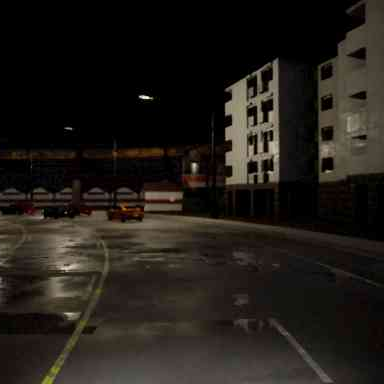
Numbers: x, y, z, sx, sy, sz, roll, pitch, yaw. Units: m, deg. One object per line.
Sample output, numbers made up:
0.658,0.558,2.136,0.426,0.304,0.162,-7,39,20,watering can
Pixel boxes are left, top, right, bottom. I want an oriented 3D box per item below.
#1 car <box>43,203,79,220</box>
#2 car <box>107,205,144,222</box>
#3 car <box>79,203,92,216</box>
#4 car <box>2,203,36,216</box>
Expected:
-13.849,2.058,34.427,1.994,1.385,4.181,0,-1,-43,car
-6.254,1.894,30.782,1.882,1.535,5.008,0,-1,-35,car
-13.742,2.031,39.209,5.008,1.535,1.882,0,-1,42,car
-21.132,2.078,40.462,5.008,1.535,1.882,0,-1,33,car
